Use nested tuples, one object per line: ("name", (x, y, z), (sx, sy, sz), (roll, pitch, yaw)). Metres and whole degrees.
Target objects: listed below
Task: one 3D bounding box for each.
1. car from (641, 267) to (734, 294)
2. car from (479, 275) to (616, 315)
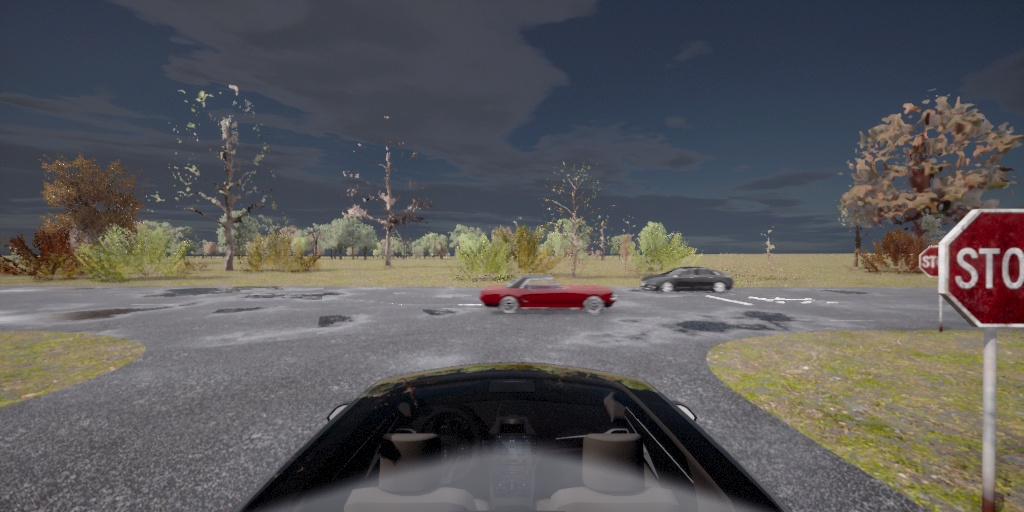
("car", (9.778, 1.367, 20.175), (4.892, 1.490, 1.837), (0, 0, -1))
("car", (1.235, 1.357, 12.976), (4.718, 1.301, 1.895), (0, 0, -1))
